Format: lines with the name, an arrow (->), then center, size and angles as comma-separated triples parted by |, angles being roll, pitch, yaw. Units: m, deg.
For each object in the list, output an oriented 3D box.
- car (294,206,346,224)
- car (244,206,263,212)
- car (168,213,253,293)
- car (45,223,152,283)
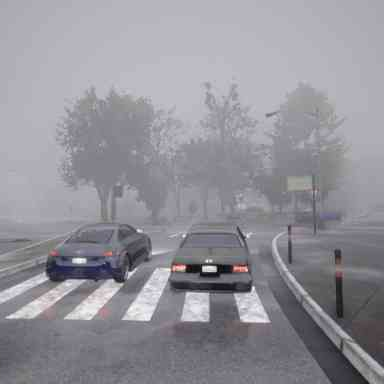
car -> 11.248, 1.968, 29.083 | 5.008, 1.535, 1.882 | -1, -4, -26
car -> 13.706, 3.966, 74.380 | 1.837, 1.490, 4.892 | 3, -6, -34
car -> 0.612, 1.543, 8.988 | 2.033, 1.411, 5.357 | -1, 0, 6
car -> -2.487, 1.590, 9.808 | 1.994, 1.385, 4.181 | -1, 0, 4
